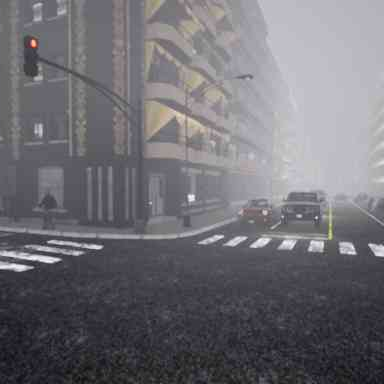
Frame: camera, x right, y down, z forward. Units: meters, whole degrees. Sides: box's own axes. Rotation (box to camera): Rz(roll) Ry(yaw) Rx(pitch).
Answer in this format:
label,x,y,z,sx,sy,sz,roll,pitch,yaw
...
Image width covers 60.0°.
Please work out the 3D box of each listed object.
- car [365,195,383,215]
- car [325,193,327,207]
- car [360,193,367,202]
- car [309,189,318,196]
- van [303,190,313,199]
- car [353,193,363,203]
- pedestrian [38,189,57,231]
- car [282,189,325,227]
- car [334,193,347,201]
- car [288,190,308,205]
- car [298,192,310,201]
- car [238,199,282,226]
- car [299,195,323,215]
label,x,y,z,sx,sy,sz,roll,pitch,yaw
car,16.281,1.189,28.222,2.008,1.369,4.403,0,1,23
car,15.090,0.716,40.381,2.150,2.045,5.566,0,1,23
car,18.449,1.118,33.426,1.887,1.381,4.507,0,1,23
car,32.396,0.204,88.700,2.192,1.841,5.009,0,1,23
van,23.724,0.494,67.881,1.690,1.788,3.998,0,1,23
car,24.953,0.818,49.040,1.967,1.590,4.097,0,1,23
pedestrian,-6.194,0.759,14.272,0.375,1.860,0.375,0,0,22
car,7.064,0.956,21.147,2.150,2.045,5.566,0,1,23
car,25.129,0.856,56.194,1.994,1.385,4.181,0,1,23
car,15.049,0.729,47.061,2.192,1.841,5.009,0,1,23
car,19.322,0.811,57.316,1.752,1.417,4.829,0,1,23
car,4.210,1.179,21.039,1.967,1.590,4.097,0,1,23
car,10.956,1.123,30.485,1.837,1.490,4.892,0,1,23
